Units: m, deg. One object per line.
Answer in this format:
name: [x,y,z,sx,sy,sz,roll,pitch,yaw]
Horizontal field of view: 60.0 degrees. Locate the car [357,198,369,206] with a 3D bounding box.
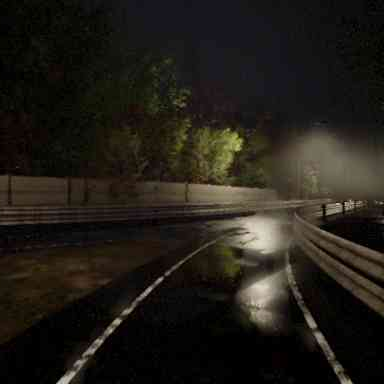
car: [35.794,2.098,69.586,1.812,1.442,4.674,1,-1,33]

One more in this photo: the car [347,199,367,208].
car: [30.245,1.974,60.893,1.882,1.535,5.008,1,0,33]

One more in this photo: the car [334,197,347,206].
car: [29.560,1.873,65.857,2.097,1.767,4.553,1,0,33]
